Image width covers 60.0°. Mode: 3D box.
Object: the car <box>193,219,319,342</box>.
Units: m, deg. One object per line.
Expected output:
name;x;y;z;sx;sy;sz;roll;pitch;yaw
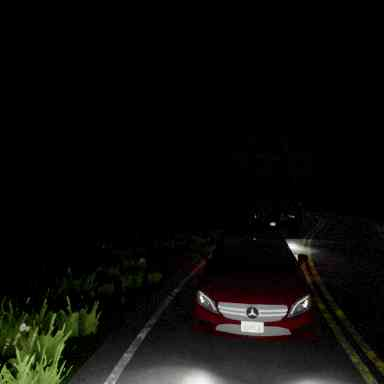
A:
car;1.224;1.534;6.709;1.812;1.442;4.674;-1;0;11

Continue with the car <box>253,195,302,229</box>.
car;4.984;1.215;18.885;2.150;2.045;5.566;-2;-1;22
